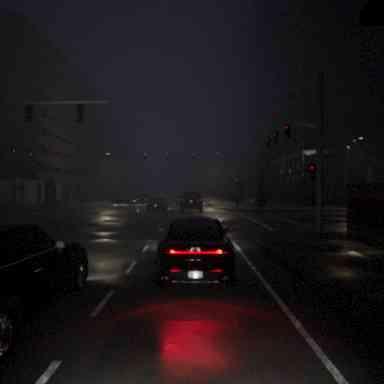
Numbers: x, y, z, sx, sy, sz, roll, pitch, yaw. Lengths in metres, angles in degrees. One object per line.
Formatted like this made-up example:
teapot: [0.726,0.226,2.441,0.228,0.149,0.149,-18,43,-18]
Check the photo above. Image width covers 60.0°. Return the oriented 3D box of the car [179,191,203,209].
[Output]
car: [-0.117,0.953,33.580,2.150,2.045,5.566,0,1,-1]

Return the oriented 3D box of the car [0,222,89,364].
car: [-3.439,1.300,5.872,2.097,1.767,4.553,0,0,0]

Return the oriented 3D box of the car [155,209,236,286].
car: [0.092,1.423,9.193,1.837,1.490,4.892,0,0,1]

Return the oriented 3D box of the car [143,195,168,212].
car: [-3.638,1.280,35.045,1.994,1.385,4.181,0,1,-1]

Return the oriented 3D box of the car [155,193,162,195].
car: [-7.122,0.892,67.449,1.882,1.535,5.008,0,1,1]

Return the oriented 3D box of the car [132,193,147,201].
car: [-10.615,0.954,67.588,2.033,1.411,5.357,0,1,1]

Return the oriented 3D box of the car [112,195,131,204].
car: [-10.872,1.097,51.775,2.033,1.411,5.357,0,0,1]

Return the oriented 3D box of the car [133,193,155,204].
car: [-7.372,1.054,51.804,1.837,1.490,4.892,0,1,1]
